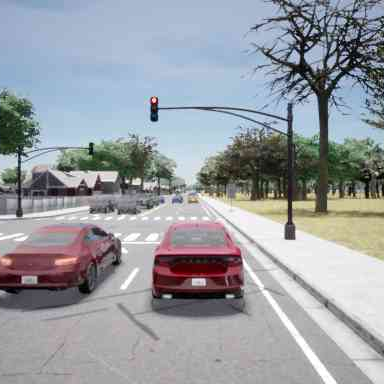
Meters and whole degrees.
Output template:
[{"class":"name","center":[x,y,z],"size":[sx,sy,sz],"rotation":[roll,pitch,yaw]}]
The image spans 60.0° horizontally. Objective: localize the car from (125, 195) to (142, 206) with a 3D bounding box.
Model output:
[{"class":"car","center":[-9.708,1.329,55.379],"size":[2.097,1.767,4.553],"rotation":[0,0,0]}]

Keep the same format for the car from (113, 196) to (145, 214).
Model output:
[{"class":"car","center":[-6.514,1.495,34.850],"size":[1.837,1.490,4.892],"rotation":[0,0,0]}]

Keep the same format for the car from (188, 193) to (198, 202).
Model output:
[{"class":"car","center":[0.182,1.182,76.315],"size":[2.150,2.045,5.566],"rotation":[0,0,0]}]

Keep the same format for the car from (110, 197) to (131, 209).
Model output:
[{"class":"car","center":[-9.737,1.511,45.493],"size":[1.812,1.442,4.674],"rotation":[0,0,1]}]

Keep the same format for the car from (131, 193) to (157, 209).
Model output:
[{"class":"car","center":[-6.488,1.207,44.700],"size":[2.150,2.045,5.566],"rotation":[0,0,1]}]

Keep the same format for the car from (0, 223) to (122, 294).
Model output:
[{"class":"car","center":[-3.130,1.524,8.697],"size":[1.812,1.442,4.674],"rotation":[0,0,0]}]

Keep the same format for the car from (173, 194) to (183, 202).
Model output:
[{"class":"car","center":[-3.068,1.312,76.287],"size":[2.097,1.767,4.553],"rotation":[0,0,0]}]

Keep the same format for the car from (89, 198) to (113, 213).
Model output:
[{"class":"car","center":[-9.759,1.495,36.360],"size":[1.837,1.490,4.892],"rotation":[0,0,0]}]

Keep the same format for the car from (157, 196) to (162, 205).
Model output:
[{"class":"car","center":[-6.460,1.483,54.729],"size":[1.837,1.490,4.892],"rotation":[0,0,0]}]

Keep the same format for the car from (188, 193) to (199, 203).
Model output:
[{"class":"car","center":[0.255,1.445,65.914],"size":[1.882,1.535,5.008],"rotation":[0,0,0]}]

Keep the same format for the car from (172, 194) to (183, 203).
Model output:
[{"class":"car","center":[-2.990,1.492,66.321],"size":[1.812,1.442,4.674],"rotation":[0,0,0]}]

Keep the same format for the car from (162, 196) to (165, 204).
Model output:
[{"class":"car","center":[-6.384,1.445,65.159],"size":[1.882,1.535,5.008],"rotation":[0,0,1]}]

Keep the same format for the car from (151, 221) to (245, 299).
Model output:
[{"class":"car","center":[0.117,1.476,8.486],"size":[1.882,1.535,5.008],"rotation":[0,0,0]}]

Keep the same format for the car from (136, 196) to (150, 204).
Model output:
[{"class":"car","center":[-9.621,1.514,65.998],"size":[2.033,1.411,5.357],"rotation":[0,0,0]}]
